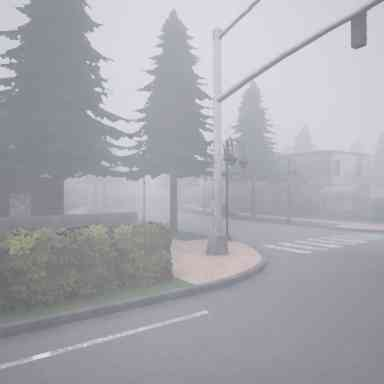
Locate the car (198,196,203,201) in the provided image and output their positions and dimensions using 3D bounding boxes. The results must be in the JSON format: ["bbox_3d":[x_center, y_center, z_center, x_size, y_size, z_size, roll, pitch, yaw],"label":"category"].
[{"bbox_3d":[3.642,1.704,90.018,1.895,1.301,4.718,0,0,36],"label":"car"}]
